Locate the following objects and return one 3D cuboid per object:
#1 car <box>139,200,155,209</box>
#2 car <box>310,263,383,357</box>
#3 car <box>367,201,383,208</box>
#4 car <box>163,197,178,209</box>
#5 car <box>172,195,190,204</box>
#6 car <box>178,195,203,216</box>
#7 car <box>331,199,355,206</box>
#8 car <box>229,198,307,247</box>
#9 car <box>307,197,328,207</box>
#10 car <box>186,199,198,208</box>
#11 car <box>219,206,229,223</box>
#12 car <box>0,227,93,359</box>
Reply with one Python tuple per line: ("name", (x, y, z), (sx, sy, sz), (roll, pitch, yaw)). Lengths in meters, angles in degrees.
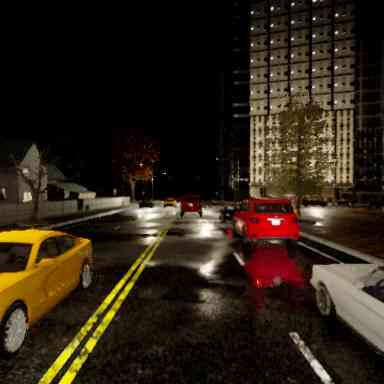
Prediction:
("car", (-6.577, 1.827, 48.764), (1.895, 1.301, 4.718), (0, 0, 0))
("car", (3.245, 1.619, 4.467), (1.895, 1.301, 4.718), (0, 0, 0))
("car", (33.587, 2.247, 58.943), (4.507, 1.381, 1.887), (0, 1, 20))
("car", (-3.312, 1.741, 50.814), (1.882, 1.535, 5.008), (0, 0, 0))
("car", (-2.371, 1.681, 73.340), (2.097, 1.767, 4.553), (-1, 0, -29))
("car", (-0.062, 1.375, 34.783), (2.150, 2.045, 5.566), (0, 0, 0))
("car", (30.963, 2.052, 68.288), (4.403, 1.369, 2.008), (0, 1, 20))
("car", (3.231, 1.286, 15.472), (2.150, 2.045, 5.566), (0, 0, 0))
("car", (22.936, 1.948, 62.824), (5.009, 1.841, 2.192), (0, 1, 20))
("car", (0.026, 1.820, 54.585), (1.994, 1.385, 4.181), (0, 0, 0))
("car", (3.218, 1.715, 26.475), (1.895, 1.301, 4.718), (0, 0, 0))
("car", (-3.357, 1.504, 6.222), (1.882, 1.535, 5.008), (0, 0, 0))
